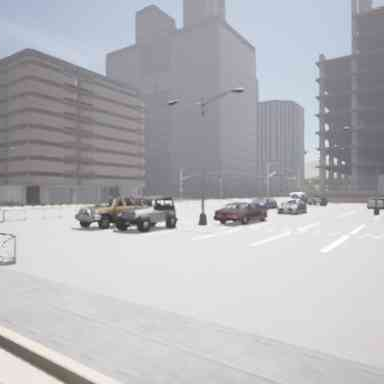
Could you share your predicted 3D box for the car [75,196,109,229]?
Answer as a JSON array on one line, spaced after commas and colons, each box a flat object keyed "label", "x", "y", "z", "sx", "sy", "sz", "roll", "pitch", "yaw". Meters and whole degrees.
[{"label": "car", "x": -4.810, "y": 1.185, "z": 20.533, "sx": 1.932, "sy": 1.855, "sz": 4.605, "roll": 0, "pitch": 0, "yaw": 34}]

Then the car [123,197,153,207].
[{"label": "car", "x": -8.528, "y": 1.581, "z": 52.905, "sx": 1.837, "sy": 1.490, "sz": 4.892, "roll": 0, "pitch": -1, "yaw": 34}]

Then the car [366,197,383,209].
[{"label": "car", "x": 22.814, "y": 1.405, "z": 41.109, "sx": 1.970, "sy": 1.475, "sz": 3.806, "roll": 0, "pitch": 0, "yaw": 34}]

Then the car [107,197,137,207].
[{"label": "car", "x": -11.435, "y": 1.588, "z": 54.854, "sx": 1.837, "sy": 1.490, "sz": 4.892, "roll": 0, "pitch": -1, "yaw": 34}]

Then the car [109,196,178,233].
[{"label": "car", "x": -2.442, "y": 1.182, "z": 18.867, "sx": 1.905, "sy": 1.878, "sz": 3.866, "roll": 0, "pitch": 0, "yaw": 34}]

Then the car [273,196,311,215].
[{"label": "car", "x": 9.579, "y": 1.416, "z": 31.825, "sx": 1.970, "sy": 1.475, "sz": 3.806, "roll": 0, "pitch": 0, "yaw": 34}]
